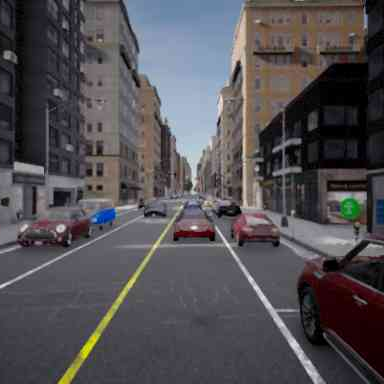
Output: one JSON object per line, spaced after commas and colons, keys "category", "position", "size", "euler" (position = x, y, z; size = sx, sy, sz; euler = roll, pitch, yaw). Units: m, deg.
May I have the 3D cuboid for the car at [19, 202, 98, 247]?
{"category": "car", "position": [-5.848, 1.423, 14.688], "size": [1.967, 1.590, 4.097], "euler": [1, 0, 0]}

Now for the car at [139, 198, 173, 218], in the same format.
{"category": "car", "position": [-3.097, 1.514, 29.704], "size": [2.033, 1.411, 5.357], "euler": [0, 0, 0]}

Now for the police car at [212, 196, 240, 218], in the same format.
{"category": "police car", "position": [3.137, 1.392, 29.576], "size": [1.930, 1.638, 5.238], "euler": [0, 0, 0]}

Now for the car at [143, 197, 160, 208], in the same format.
{"category": "car", "position": [-5.846, 1.490, 48.726], "size": [1.887, 1.381, 4.507], "euler": [1, 0, 0]}

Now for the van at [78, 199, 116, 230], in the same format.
{"category": "van", "position": [-5.846, 1.318, 20.361], "size": [1.690, 1.788, 3.998], "euler": [1, 0, 0]}

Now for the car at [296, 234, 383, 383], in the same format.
{"category": "car", "position": [2.678, 1.311, 3.335], "size": [2.192, 1.841, 5.009], "euler": [1, 0, 0]}

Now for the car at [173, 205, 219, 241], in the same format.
{"category": "car", "position": [0.099, 1.545, 16.705], "size": [1.994, 1.385, 4.181], "euler": [0, 0, 0]}

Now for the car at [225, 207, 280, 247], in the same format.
{"category": "car", "position": [2.677, 1.565, 14.682], "size": [1.802, 1.307, 4.206], "euler": [1, 0, 0]}

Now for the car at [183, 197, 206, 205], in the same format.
{"category": "car", "position": [0.102, 1.489, 32.696], "size": [1.812, 1.442, 4.674], "euler": [0, 0, 0]}

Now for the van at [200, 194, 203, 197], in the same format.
{"category": "van", "position": [2.682, 1.279, 54.395], "size": [1.690, 1.788, 3.998], "euler": [1, 0, 0]}

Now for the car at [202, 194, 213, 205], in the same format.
{"category": "car", "position": [2.680, 1.470, 48.892], "size": [1.752, 1.417, 4.829], "euler": [1, 0, 0]}

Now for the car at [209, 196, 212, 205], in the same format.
{"category": "car", "position": [3.152, 1.485, 36.466], "size": [1.812, 1.442, 4.674], "euler": [0, 0, 0]}
